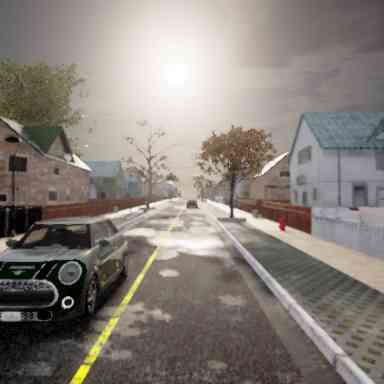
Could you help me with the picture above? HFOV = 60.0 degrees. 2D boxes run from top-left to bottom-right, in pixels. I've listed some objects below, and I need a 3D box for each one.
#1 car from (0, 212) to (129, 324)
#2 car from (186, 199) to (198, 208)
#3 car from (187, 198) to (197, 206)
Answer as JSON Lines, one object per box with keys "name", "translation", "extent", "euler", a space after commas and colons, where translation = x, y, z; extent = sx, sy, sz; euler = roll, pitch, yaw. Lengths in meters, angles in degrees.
{"name": "car", "translation": [-2.827, 1.384, 7.475], "extent": [2.097, 1.767, 4.553], "euler": [0, -1, 0]}
{"name": "car", "translation": [-0.009, 1.788, 53.235], "extent": [2.033, 1.411, 5.357], "euler": [0, 0, 0]}
{"name": "car", "translation": [-0.010, 1.904, 63.688], "extent": [1.895, 1.301, 4.718], "euler": [0, 0, 0]}
